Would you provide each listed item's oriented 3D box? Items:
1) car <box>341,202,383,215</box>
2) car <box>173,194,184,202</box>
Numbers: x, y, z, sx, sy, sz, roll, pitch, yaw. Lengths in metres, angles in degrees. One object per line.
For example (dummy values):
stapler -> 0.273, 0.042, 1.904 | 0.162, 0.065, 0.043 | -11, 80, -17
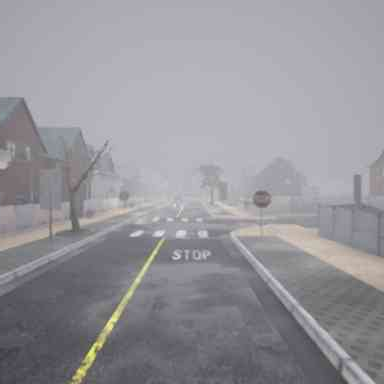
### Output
car -> 11.377, 1.378, 22.503 | 4.181, 1.385, 1.994 | -1, 1, 0
car -> -2.754, 1.216, 69.087 | 1.837, 1.490, 4.892 | 0, 0, 0
